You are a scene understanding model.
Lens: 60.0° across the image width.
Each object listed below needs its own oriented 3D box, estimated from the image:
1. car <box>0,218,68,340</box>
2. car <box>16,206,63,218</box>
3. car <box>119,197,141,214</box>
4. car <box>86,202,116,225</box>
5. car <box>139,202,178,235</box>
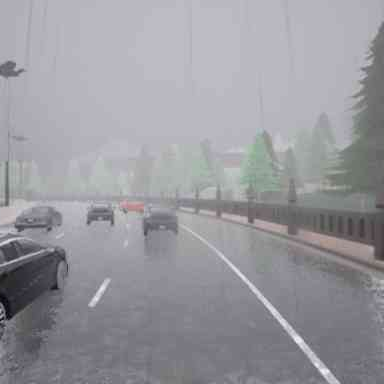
[{"bbox_3d":[-3.804,1.505,6.121,2.128,1.511,4.902,0,0,-3],"label":"car"},{"bbox_3d":[-9.260,1.581,20.445,2.033,1.411,5.357,0,0,-12],"label":"car"},{"bbox_3d":[-6.746,1.375,36.548,2.097,1.767,4.553,0,0,-20],"label":"car"},{"bbox_3d":[-6.752,1.529,24.786,1.837,1.490,4.892,0,0,-14],"label":"car"},{"bbox_3d":[-1.899,1.511,18.941,1.837,1.490,4.892,0,0,-10],"label":"car"}]
